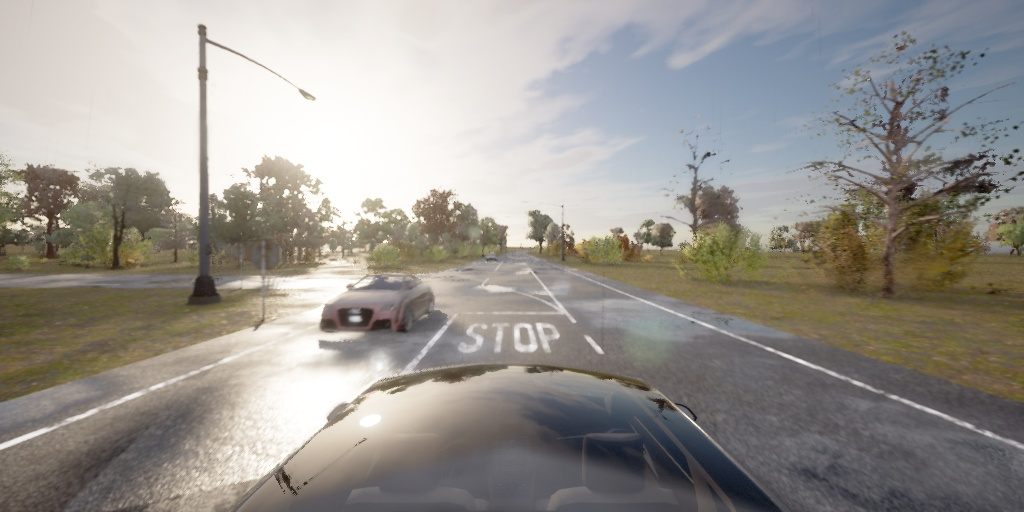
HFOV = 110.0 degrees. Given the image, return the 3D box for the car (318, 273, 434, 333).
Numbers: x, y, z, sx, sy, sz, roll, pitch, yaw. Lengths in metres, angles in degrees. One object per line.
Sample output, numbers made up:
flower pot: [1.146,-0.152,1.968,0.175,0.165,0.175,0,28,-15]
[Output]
car: [-3.501,1.181,10.007,1.994,1.385,4.181,0,1,0]

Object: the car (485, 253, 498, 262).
car: [-3.398,0.243,60.346,1.837,1.490,4.892,0,1,0]
